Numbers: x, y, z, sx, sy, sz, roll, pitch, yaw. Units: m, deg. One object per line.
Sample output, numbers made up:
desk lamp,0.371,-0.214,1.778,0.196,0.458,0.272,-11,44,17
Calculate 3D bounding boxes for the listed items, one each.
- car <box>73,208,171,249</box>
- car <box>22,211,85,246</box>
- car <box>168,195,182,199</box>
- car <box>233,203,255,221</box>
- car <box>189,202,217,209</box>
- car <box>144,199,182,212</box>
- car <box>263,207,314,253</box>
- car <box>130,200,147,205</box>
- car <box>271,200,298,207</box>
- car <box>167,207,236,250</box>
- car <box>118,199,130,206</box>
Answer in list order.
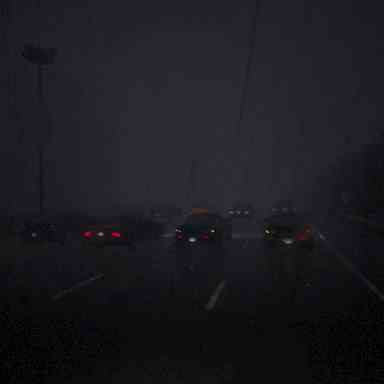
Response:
car,-2.894,1.697,15.324,2.033,1.411,5.357,-1,0,15
car,-6.150,1.685,16.684,1.882,1.535,5.008,-1,0,15
car,-3.588,1.753,68.516,2.150,2.045,5.566,-1,0,13
car,4.368,1.685,28.763,2.033,1.411,5.357,-1,0,15
car,1.122,1.673,30.149,1.882,1.535,5.008,-1,0,15
car,-2.300,1.743,30.909,2.128,1.511,4.902,-1,0,15
car,3.987,1.565,13.953,1.812,1.442,4.674,-1,0,15
car,-10.506,2.235,69.599,1.895,1.301,4.718,-1,0,13
car,7.766,1.432,27.930,2.097,1.767,4.553,-1,-1,15
car,0.601,1.621,14.837,1.812,1.442,4.674,-1,0,15
car,-13.949,2.248,70.229,1.994,1.385,4.181,-1,0,13
